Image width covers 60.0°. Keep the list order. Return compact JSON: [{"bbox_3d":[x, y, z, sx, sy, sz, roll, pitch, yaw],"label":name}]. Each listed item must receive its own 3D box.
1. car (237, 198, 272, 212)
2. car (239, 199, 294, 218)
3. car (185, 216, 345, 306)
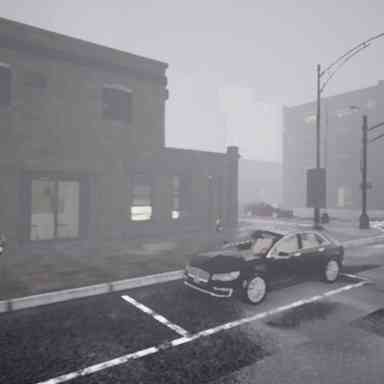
[{"bbox_3d":[7.677,1.576,41.058,1.967,1.590,4.097,0,-1,-35],"label":"car"},{"bbox_3d":[6.386,1.485,27.828,1.887,1.381,4.507,0,-1,-35],"label":"car"},{"bbox_3d":[1.876,1.515,7.880,4.403,1.369,2.008,0,1,-35],"label":"car"}]
